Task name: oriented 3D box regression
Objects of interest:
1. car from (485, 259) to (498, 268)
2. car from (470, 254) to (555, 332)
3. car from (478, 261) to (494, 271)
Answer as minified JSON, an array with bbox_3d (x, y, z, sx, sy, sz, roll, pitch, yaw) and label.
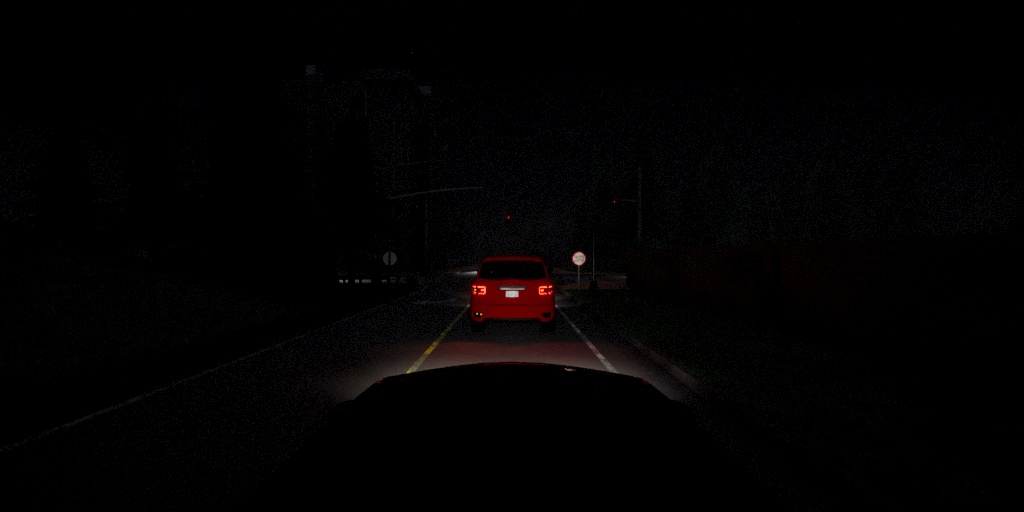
[{"bbox_3d":[-3.507,1.297,62.067,2.033,1.411,5.357,0,0,0],"label":"car"},{"bbox_3d":[0.052,0.971,10.958,2.150,2.045,5.566,0,0,1],"label":"car"},{"bbox_3d":[-3.547,1.351,50.129,1.895,1.301,4.718,0,0,0],"label":"car"}]
